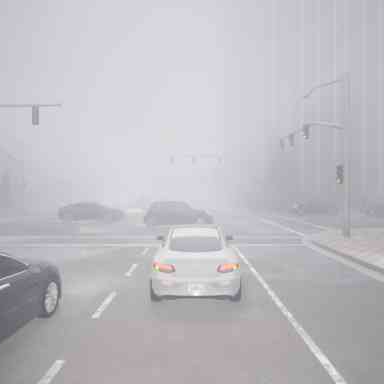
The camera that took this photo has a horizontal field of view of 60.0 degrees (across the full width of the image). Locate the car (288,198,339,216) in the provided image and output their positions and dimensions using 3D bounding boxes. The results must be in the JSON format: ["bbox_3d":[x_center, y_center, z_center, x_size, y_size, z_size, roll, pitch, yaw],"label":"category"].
[{"bbox_3d":[11.770,1.352,32.461,4.553,1.767,2.097,0,0,0],"label":"car"}]

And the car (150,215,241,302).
[{"bbox_3d":[0.077,1.526,8.166,1.812,1.442,4.674,0,0,0],"label":"car"}]

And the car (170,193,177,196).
[{"bbox_3d":[-4.752,1.225,85.440,2.150,2.045,5.566,0,0,-1],"label":"car"}]

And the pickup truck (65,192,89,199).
[{"bbox_3d":[-24.662,1.059,70.217,2.390,2.098,6.274,0,0,30],"label":"pickup truck"}]

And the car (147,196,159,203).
[{"bbox_3d":[-8.015,1.564,67.938,1.994,1.385,4.181,0,0,0],"label":"car"}]

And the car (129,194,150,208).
[{"bbox_3d":[-7.823,1.491,47.927,2.128,1.511,4.902,0,0,-1],"label":"car"}]

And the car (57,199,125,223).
[{"bbox_3d":[-7.555,1.505,25.115,4.892,1.490,1.837,0,0,0],"label":"car"}]

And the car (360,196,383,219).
[{"bbox_3d":[17.709,1.221,29.005,5.566,2.045,2.150,0,0,0],"label":"car"}]

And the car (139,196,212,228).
[{"bbox_3d":[-0.846,1.352,21.667,4.553,1.767,2.097,0,0,0],"label":"car"}]

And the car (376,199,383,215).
[{"bbox_3d":[20.995,1.478,32.527,5.008,1.535,1.882,0,0,0],"label":"car"}]

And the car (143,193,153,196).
[{"bbox_3d":[-7.946,1.221,57.819,2.150,2.045,5.566,0,0,-1],"label":"car"}]

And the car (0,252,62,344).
[{"bbox_3d":[-3.436,1.505,4.516,1.837,1.490,4.892,0,0,0],"label":"car"}]
